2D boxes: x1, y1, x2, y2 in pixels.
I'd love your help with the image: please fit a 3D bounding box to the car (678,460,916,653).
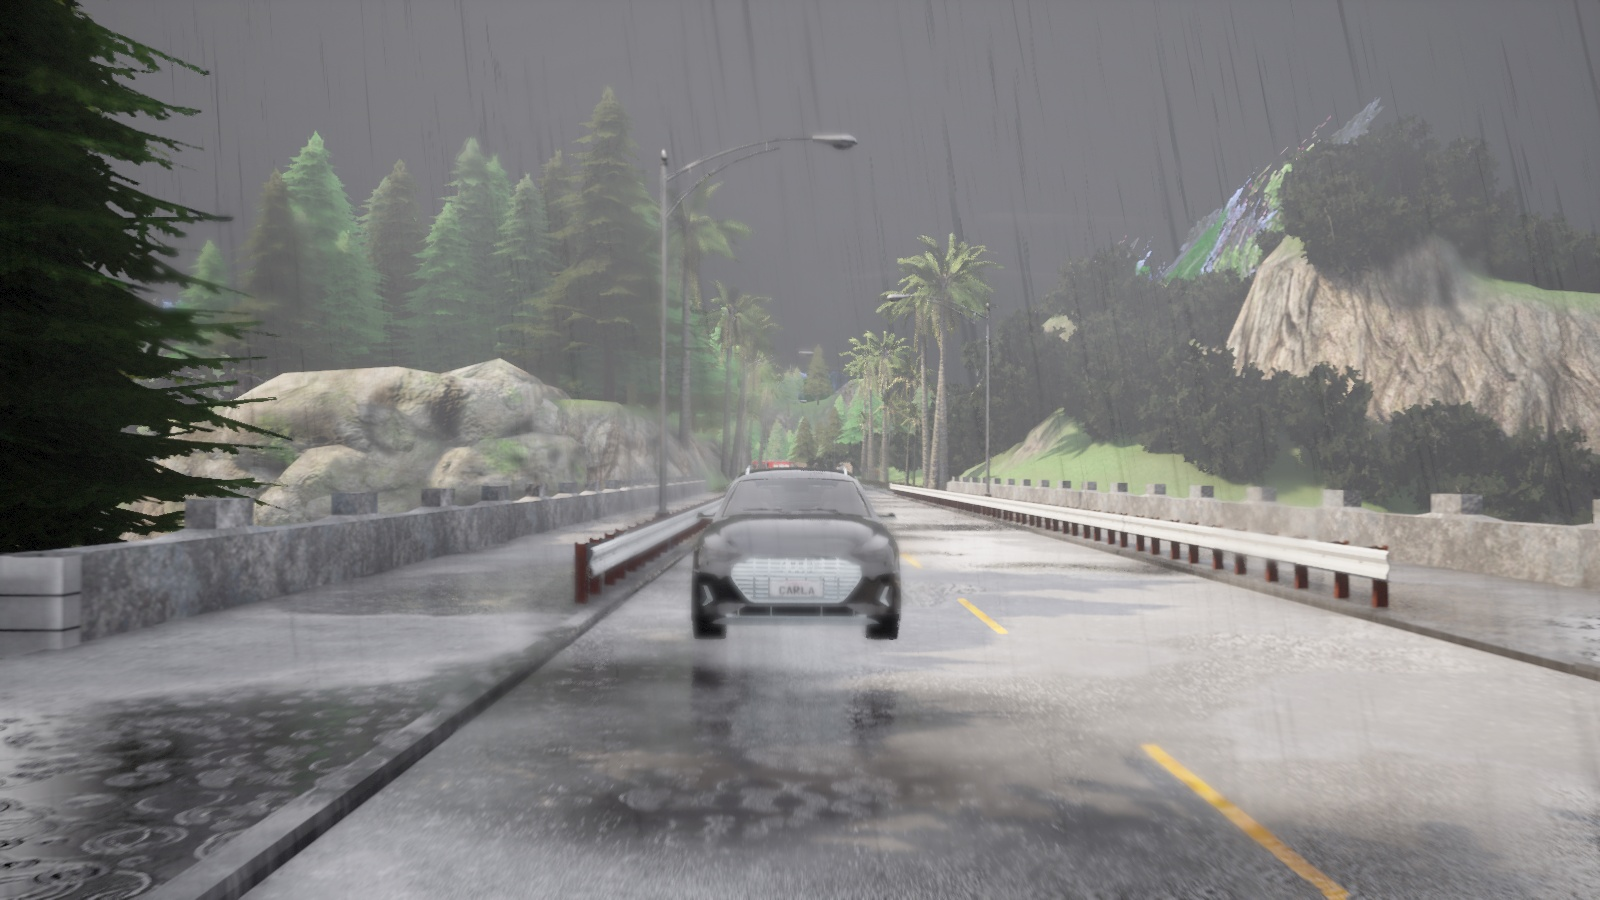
[{"bbox_3d":[-0.029,0.967,13.187,2.033,1.649,4.856,0,-1,0],"label":"car"}]
